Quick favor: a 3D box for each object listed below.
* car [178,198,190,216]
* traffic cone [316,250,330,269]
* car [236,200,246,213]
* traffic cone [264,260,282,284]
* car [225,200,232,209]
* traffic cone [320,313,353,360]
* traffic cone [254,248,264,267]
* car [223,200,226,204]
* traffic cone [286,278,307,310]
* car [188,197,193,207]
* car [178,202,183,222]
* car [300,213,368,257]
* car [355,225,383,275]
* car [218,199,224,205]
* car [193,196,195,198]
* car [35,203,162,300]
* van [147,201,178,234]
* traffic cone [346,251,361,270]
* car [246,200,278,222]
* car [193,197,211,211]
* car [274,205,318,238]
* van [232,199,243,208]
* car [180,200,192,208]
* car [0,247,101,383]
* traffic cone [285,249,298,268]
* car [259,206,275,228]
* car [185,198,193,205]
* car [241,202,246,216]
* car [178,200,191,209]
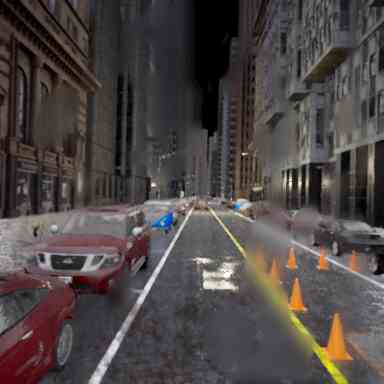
[{"bbox_3d":[-1.614,1.733,36.675,1.967,1.590,4.097,2,-1,1],"label":"car"},{"bbox_3d":[4.236,2.163,10.774,0.340,0.580,0.340,1,-1,1],"label":"traffic cone"},{"bbox_3d":[7.042,2.097,42.252,1.752,1.417,4.829,2,-1,1],"label":"car"},{"bbox_3d":[2.189,2.092,8.824,0.340,0.580,0.340,2,-1,1],"label":"traffic cone"},{"bbox_3d":[7.439,2.321,58.882,1.802,1.307,4.206,2,-1,1],"label":"car"},{"bbox_3d":[2.093,2.054,4.825,0.340,0.580,0.340,1,-1,1],"label":"traffic cone"},{"bbox_3d":[2.237,2.111,10.823,0.340,0.580,0.340,1,-1,1],"label":"traffic cone"},{"bbox_3d":[7.574,2.377,64.482,1.802,1.307,4.206,2,-1,1],"label":"car"},{"bbox_3d":[2.141,2.073,6.824,0.340,0.580,0.340,1,-1,1],"label":"traffic cone"},{"bbox_3d":[-1.345,1.845,47.874,1.967,1.590,4.097,2,-1,1],"label":"car"},{"bbox_3d":[-1.889,1.705,25.303,1.752,1.417,4.829,2,-1,1],"label":"car"},{"bbox_3d":[6.366,1.844,14.080,2.008,1.369,4.403,2,-1,1],"label":"car"},{"bbox_3d":[6.231,1.805,8.480,1.947,1.339,4.313,2,-1,1],"label":"car"},{"bbox_3d":[7.978,2.512,81.283,1.887,1.381,4.507,2,-1,1],"label":"car"},{"bbox_3d":[-0.811,2.182,70.272,2.008,1.369,4.403,2,-1,1],"label":"car"},{"bbox_3d":[-2.281,1.333,8.676,2.192,1.841,5.009,2,-1,1],"label":"car"},{"bbox_3d":[-2.014,1.467,19.875,1.690,1.788,3.998,2,-1,1],"label":"van"},{"bbox_3d":[5.235,2.189,10.750,0.340,0.580,0.340,1,-1,1],"label":"traffic cone"},{"bbox_3d":[6.776,1.773,30.883,2.192,1.841,5.009,2,-1,1],"label":"car"},{"bbox_3d":[1.427,1.960,48.401,1.882,1.535,5.008,1,0,1],"label":"car"},{"bbox_3d":[6.503,1.788,19.682,1.967,1.590,4.097,2,-1,1],"label":"car"},{"bbox_3d":[7.178,1.967,47.684,1.690,1.788,3.998,2,-1,1],"label":"van"},{"bbox_3d":[-1.080,2.083,59.072,1.947,1.339,4.313,2,-1,1],"label":"car"},{"bbox_3d":[-2.424,1.546,3.074,1.802,1.307,4.206,2,0,1],"label":"car"},{"bbox_3d":[3.237,2.137,10.799,0.340,0.580,0.340,1,-1,1],"label":"traffic cone"},{"bbox_3d":[6.634,1.984,25.281,1.802,1.307,4.206,2,-1,1],"label":"car"},{"bbox_3d":[-0.680,2.212,75.702,1.752,1.417,4.829,2,-1,1],"label":"car"},{"bbox_3d":[6.902,2.096,36.482,1.802,1.307,4.206,2,-1,1],"label":"car"},{"bbox_3d":[-1.215,2.043,53.472,1.802,1.307,4.206,2,-1,1],"label":"car"}]
